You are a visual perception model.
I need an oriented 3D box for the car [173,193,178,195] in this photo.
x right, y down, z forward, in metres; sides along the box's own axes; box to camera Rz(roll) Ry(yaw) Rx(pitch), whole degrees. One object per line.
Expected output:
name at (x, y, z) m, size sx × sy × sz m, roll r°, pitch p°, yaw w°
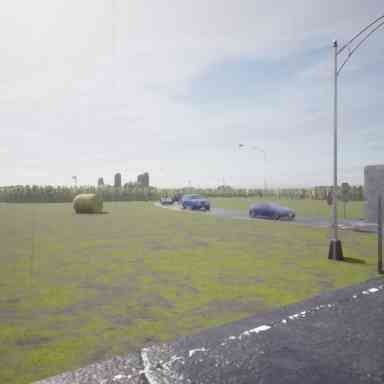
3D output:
car at (-3.041, 1.297, 66.977) m, size 2.150 × 2.045 × 5.566 m, roll 0°, pitch 0°, yaw -6°

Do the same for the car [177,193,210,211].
car at (0.393, 1.292, 41.706) m, size 2.150 × 2.045 × 5.566 m, roll -1°, pitch 0°, yaw -20°

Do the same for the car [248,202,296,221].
car at (6.689, 1.564, 28.355) m, size 1.812 × 1.442 × 4.674 m, roll -1°, pitch 0°, yaw -28°

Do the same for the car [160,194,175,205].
car at (-4.698, 1.643, 59.507) m, size 2.033 × 1.411 × 5.357 m, roll -1°, pitch 0°, yaw -11°

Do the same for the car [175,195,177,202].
car at (-1.265, 1.585, 56.804) m, size 1.812 × 1.442 × 4.674 m, roll -1°, pitch 0°, yaw -12°
